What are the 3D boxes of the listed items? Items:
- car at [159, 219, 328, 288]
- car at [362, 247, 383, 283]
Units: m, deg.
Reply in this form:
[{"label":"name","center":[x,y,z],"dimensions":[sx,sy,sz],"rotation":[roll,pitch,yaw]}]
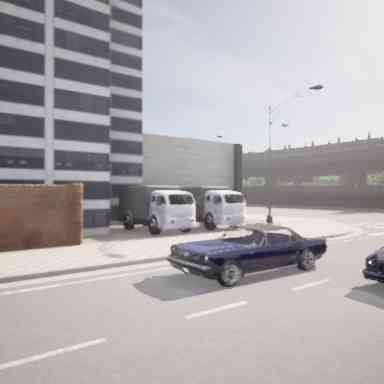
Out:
[{"label":"car","center":[1.674,1.607,9.420],"dimensions":[4.718,1.301,1.895],"rotation":[0,0,-35]},{"label":"car","center":[6.594,1.557,8.585],"dimensions":[5.357,1.411,2.033],"rotation":[0,0,-35]}]
